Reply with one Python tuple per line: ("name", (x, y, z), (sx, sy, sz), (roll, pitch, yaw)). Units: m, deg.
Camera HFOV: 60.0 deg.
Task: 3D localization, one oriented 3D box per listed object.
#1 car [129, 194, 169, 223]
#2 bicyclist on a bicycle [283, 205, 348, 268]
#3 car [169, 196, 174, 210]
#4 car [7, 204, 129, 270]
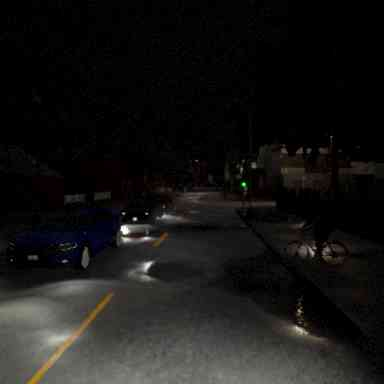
("car", (-2.967, 1.033, 20.907), (2.033, 1.411, 5.357), (0, 1, 4))
("bicyclist on a bicycle", (3.178, 1.152, 8.558), (1.656, 1.620, 0.582), (0, 1, 3))
("car", (-2.567, 0.901, 26.908), (2.033, 1.411, 5.357), (0, 1, 3))
("car", (-3.594, 1.215, 10.300), (1.882, 1.535, 5.008), (0, 1, 3))
